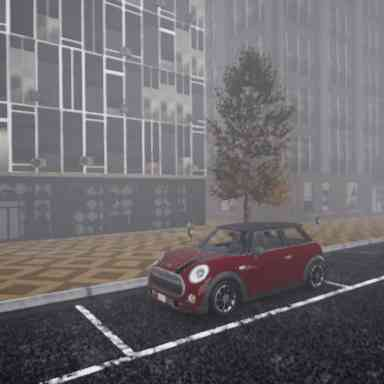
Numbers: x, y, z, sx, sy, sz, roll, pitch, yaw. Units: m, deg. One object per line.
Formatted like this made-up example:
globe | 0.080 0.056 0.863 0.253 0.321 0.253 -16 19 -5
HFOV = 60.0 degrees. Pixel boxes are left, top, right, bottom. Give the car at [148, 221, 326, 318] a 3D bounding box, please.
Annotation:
car | 1.059 1.428 7.323 4.097 1.590 1.967 0 0 -35
